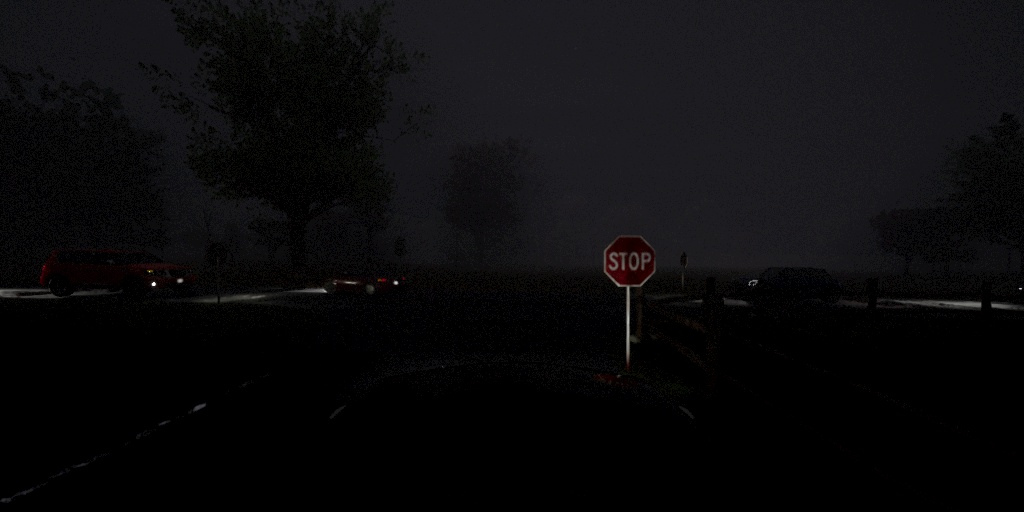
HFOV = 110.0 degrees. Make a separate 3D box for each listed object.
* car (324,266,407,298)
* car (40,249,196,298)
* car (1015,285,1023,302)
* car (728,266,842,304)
[{"bbox_3d":[-7.301,1.207,17.802,4.181,1.385,1.994,1,0,26],"label":"car"},{"bbox_3d":[-17.561,0.713,16.118,5.566,2.045,2.150,1,0,2],"label":"car"},{"bbox_3d":[27.501,1.653,17.180,4.902,1.511,2.128,1,0,2],"label":"car"},{"bbox_3d":[13.368,1.305,17.775,4.553,1.767,2.097,1,0,2],"label":"car"}]
